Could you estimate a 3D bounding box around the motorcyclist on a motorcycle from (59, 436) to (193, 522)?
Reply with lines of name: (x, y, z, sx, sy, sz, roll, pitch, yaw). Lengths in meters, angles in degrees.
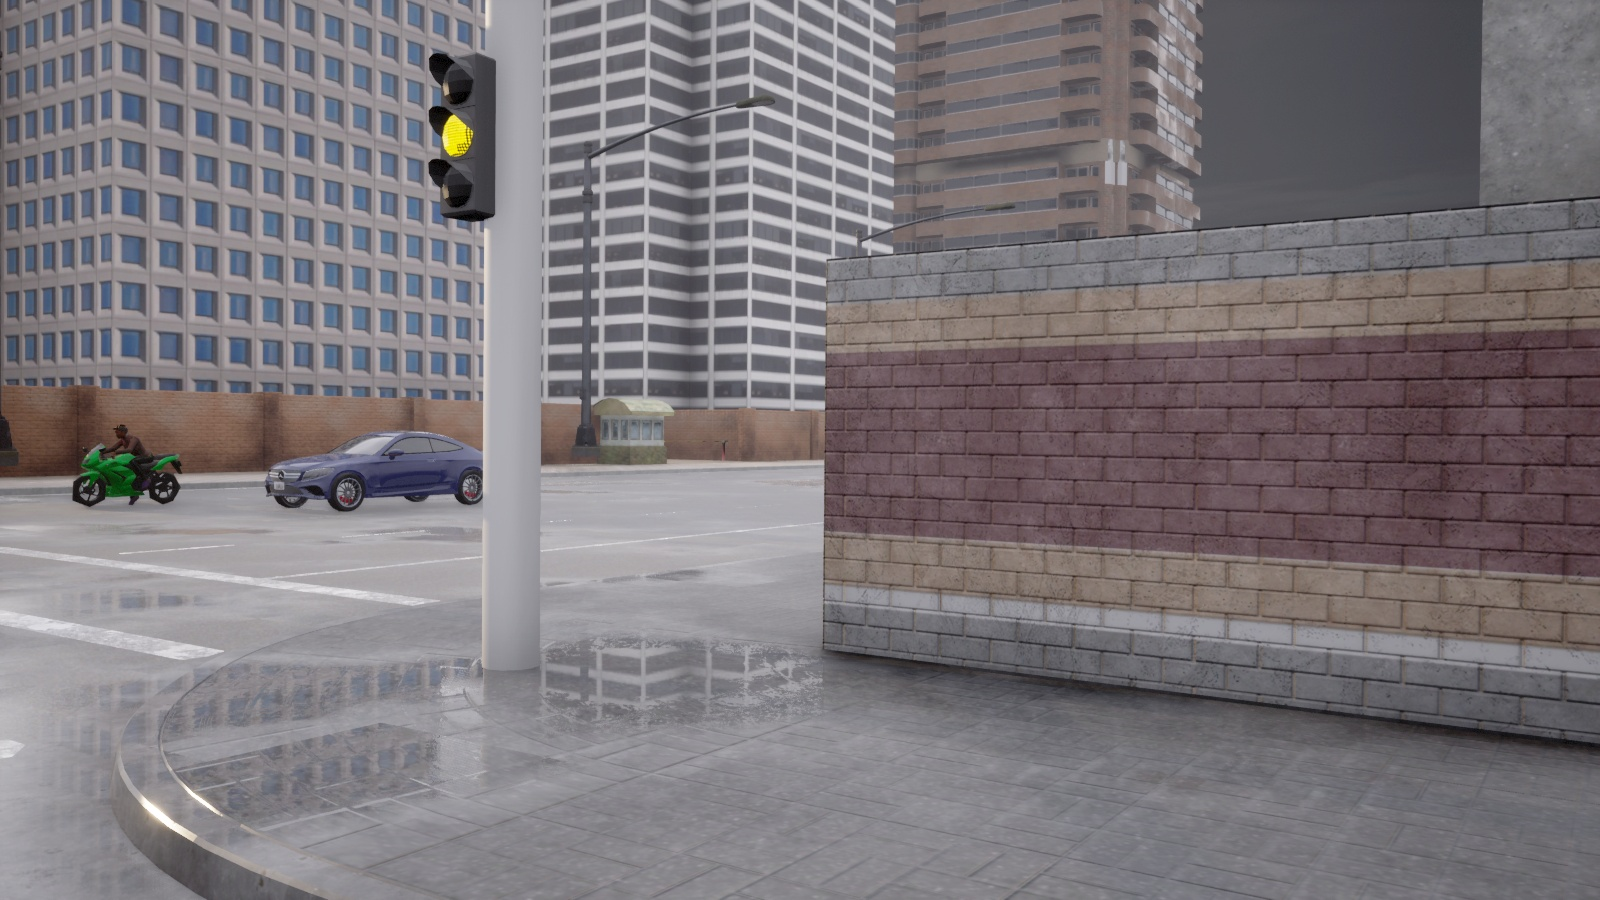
motorcyclist on a motorcycle: (-12.533, 0.507, 23.413, 0.797, 1.523, 2.044, 0, 1, 34)

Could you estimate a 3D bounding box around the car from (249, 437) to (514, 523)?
car: (-7.867, 0.500, 24.070, 1.812, 1.442, 4.674, 0, 1, 34)
